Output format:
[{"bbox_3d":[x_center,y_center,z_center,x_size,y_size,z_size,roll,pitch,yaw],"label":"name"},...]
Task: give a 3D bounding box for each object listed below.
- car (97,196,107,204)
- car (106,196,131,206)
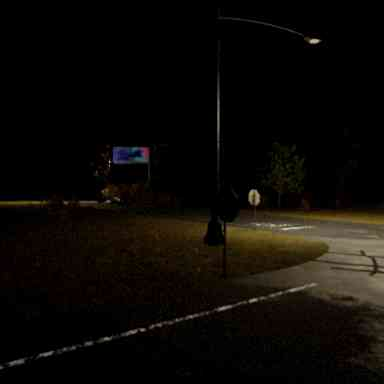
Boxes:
[{"bbox_3d":[-15.900,1.439,61.144,2.128,1.511,4.902,0,0,-34],"label":"car"},{"bbox_3d":[-11.918,1.508,55.223,2.033,1.411,5.357,0,0,-33],"label":"car"}]
